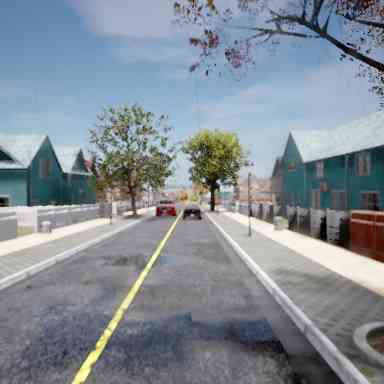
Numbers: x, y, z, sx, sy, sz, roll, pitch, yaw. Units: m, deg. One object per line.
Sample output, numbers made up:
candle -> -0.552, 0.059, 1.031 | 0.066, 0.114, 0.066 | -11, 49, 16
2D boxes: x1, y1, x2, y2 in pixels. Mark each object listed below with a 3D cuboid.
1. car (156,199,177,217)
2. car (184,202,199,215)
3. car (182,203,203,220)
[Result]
car -> -2.924, 1.803, 38.666 | 2.150, 2.045, 5.566 | 0, -1, 0
car -> -0.016, 2.159, 44.179 | 1.882, 1.535, 5.008 | 0, -1, 0
car -> 0.026, 2.007, 34.132 | 1.837, 1.490, 4.892 | 0, -1, 0
